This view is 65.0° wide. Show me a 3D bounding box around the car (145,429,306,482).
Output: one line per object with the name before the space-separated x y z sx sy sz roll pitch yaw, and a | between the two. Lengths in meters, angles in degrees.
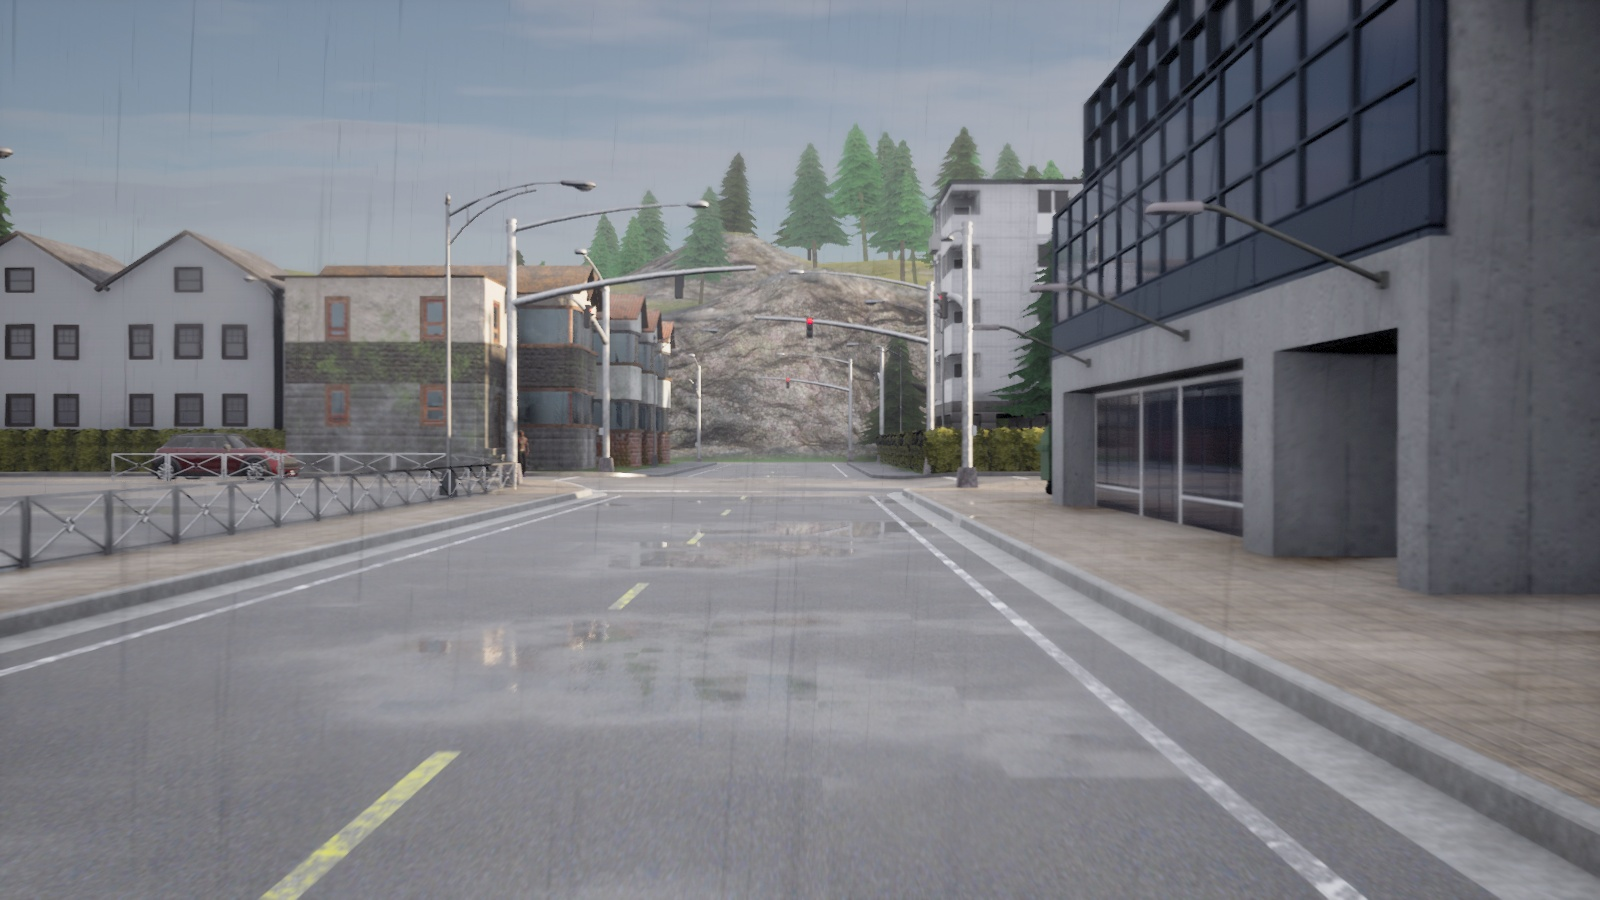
car | -19.592 0.171 42.972 4.553 1.767 2.097 0 0 0

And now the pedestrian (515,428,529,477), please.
pedestrian | -10.386 0.095 46.873 0.328 1.805 0.869 0 0 -24
